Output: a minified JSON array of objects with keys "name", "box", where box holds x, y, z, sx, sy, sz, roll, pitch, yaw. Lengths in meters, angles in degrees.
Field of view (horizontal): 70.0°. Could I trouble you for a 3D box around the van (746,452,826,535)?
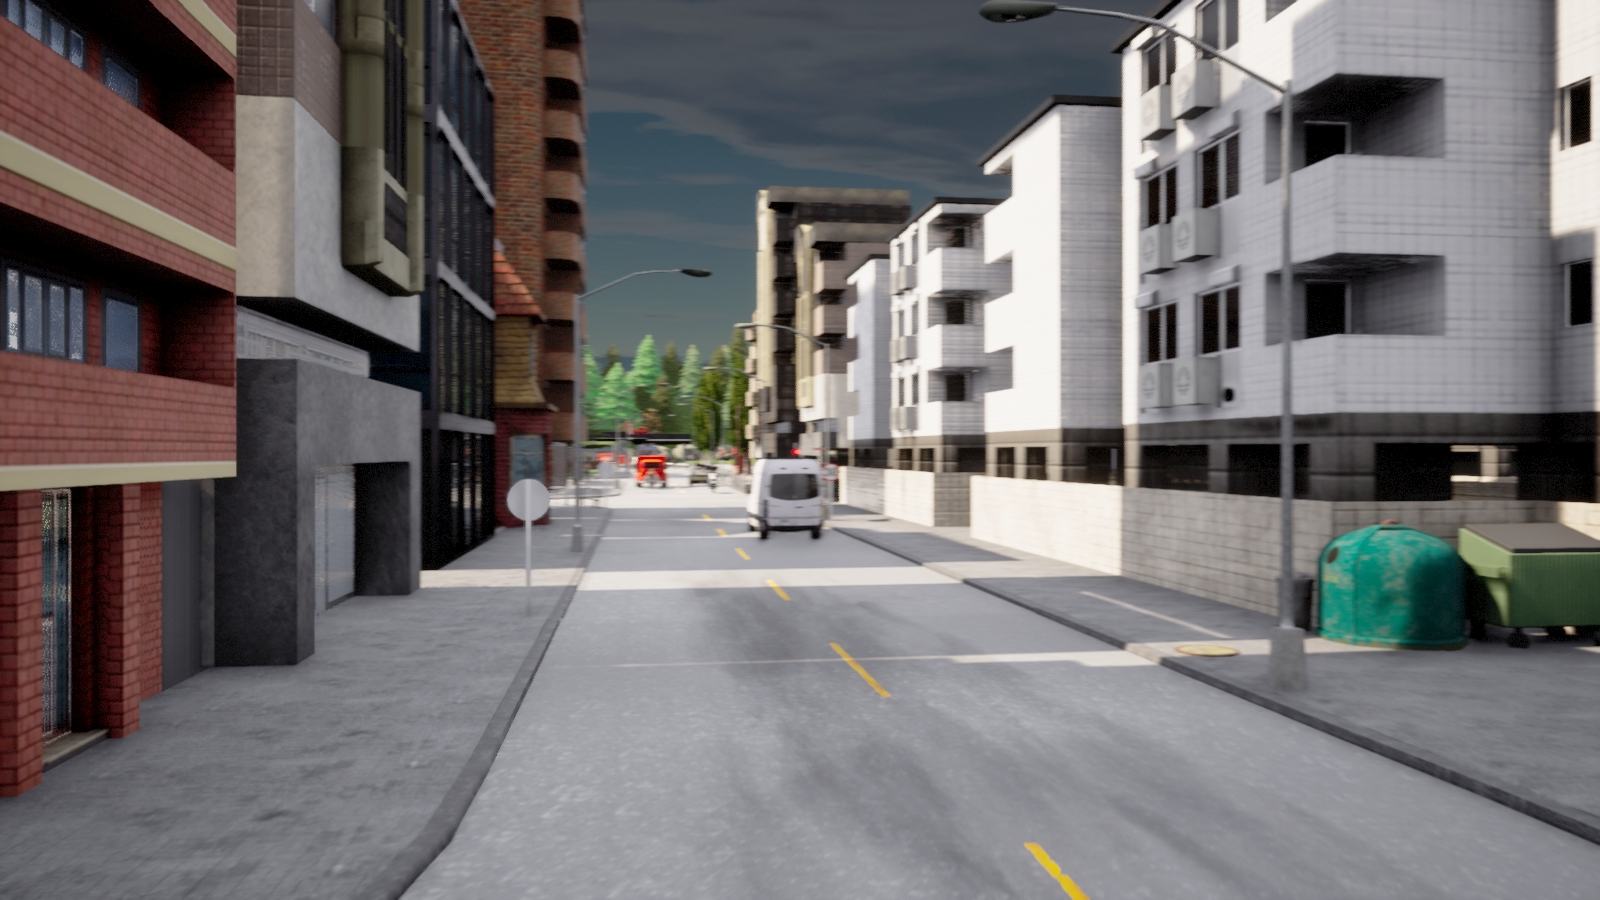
[{"name":"van","box":[-0.569,1.361,38.355,1.988,2.561,5.915,0,0,-8]}]
